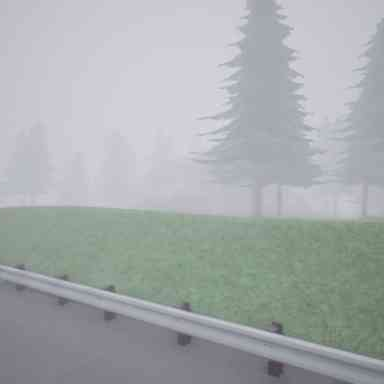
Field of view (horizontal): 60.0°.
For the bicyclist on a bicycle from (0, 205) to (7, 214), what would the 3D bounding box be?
[{"bbox_3d":[-37.148,3.437,65.438,1.656,1.620,0.582,0,-3,11],"label":"bicyclist on a bicycle"}]
